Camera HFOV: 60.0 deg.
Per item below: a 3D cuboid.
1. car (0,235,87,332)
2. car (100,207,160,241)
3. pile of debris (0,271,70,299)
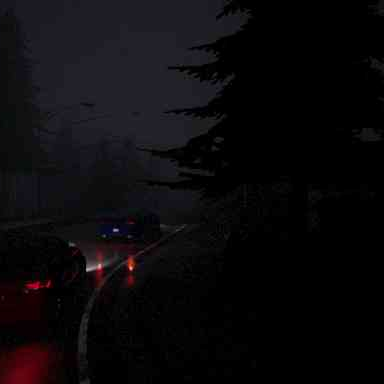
[{"bbox_3d":[-3.473,1.568,6.904,1.994,1.385,4.181,0,0,-11],"label":"car"},{"bbox_3d":[-2.947,1.496,16.796,1.882,1.535,5.008,0,0,8],"label":"car"},{"bbox_3d":[-3.967,2.185,7.951,1.500,0.140,1.860,0,0,-4],"label":"pile of debris"}]
